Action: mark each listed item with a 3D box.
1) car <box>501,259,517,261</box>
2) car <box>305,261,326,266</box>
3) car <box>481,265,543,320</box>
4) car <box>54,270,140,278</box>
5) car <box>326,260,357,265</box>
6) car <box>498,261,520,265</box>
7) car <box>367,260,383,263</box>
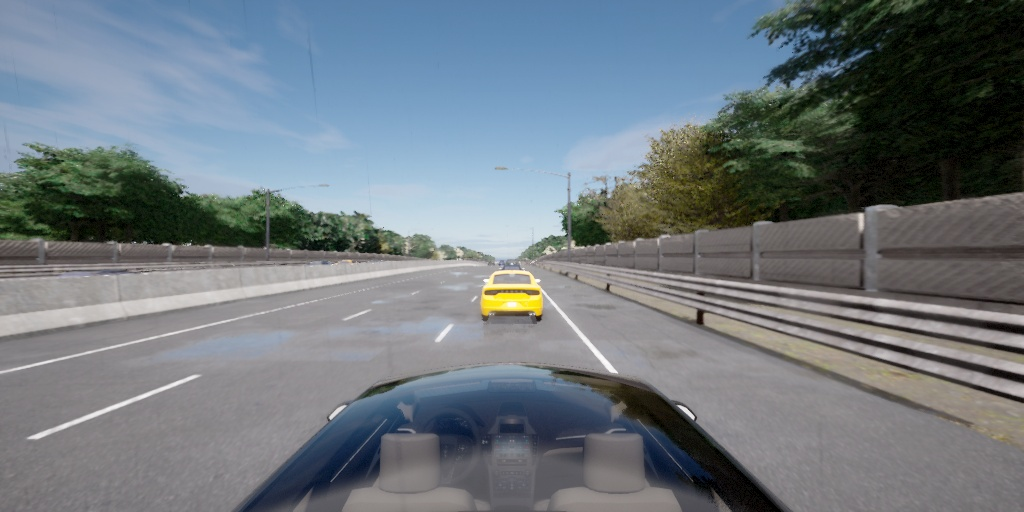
[{"bbox_3d":[-0.008,1.160,48.553,2.097,1.767,4.553,0,0,0],"label":"car"},{"bbox_3d":[-24.586,1.315,45.581,1.812,1.442,4.674,0,0,0],"label":"car"},{"bbox_3d":[0.000,1.240,12.676,1.882,1.535,5.008,0,0,0],"label":"car"},{"bbox_3d":[-17.567,1.298,15.090,2.033,1.411,5.357,0,0,0],"label":"car"},{"bbox_3d":[-21.088,1.267,45.563,1.882,1.535,5.008,0,0,0],"label":"car"},{"bbox_3d":[-0.003,1.320,26.206,1.994,1.385,4.181,0,0,0],"label":"car"},{"bbox_3d":[-17.588,1.294,45.880,1.837,1.490,4.892,0,0,0],"label":"car"}]
